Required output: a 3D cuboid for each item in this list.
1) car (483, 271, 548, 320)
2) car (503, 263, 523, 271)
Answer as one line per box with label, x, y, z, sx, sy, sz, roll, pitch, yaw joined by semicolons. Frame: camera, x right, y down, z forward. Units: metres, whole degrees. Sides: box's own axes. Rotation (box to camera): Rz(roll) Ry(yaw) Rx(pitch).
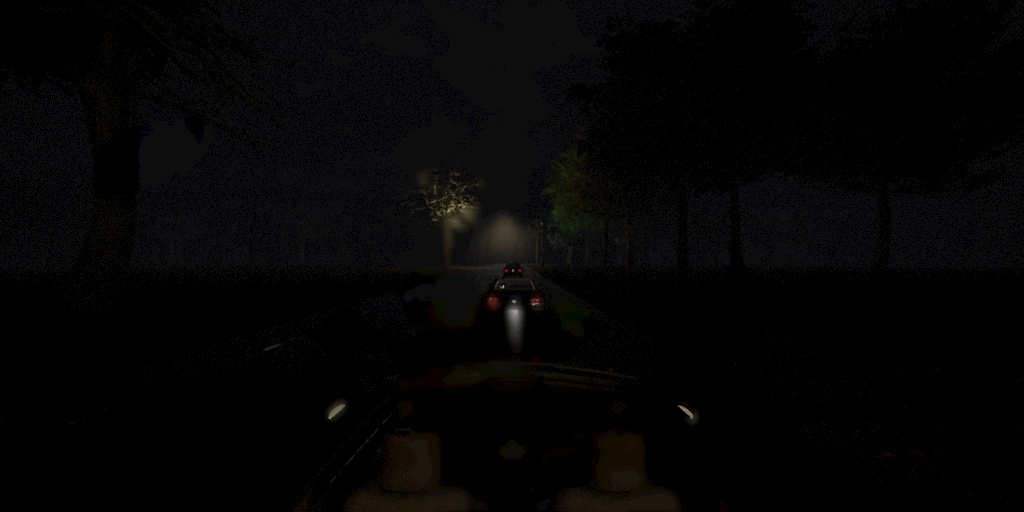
car;0.099;1.359;12.564;1.895;1.301;4.718;0;0;0
car;0.100;1.363;34.218;2.033;1.411;5.357;0;0;0
